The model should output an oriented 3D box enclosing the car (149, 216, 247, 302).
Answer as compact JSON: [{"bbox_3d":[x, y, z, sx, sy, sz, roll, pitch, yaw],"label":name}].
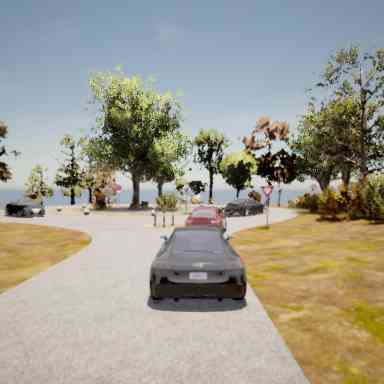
[{"bbox_3d":[0.127,1.531,8.242,1.994,1.385,4.181,0,0,0],"label":"car"}]

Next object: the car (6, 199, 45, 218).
[{"bbox_3d":[-14.497,1.378,28.831,4.902,1.511,2.128,0,0,43],"label":"car"}]

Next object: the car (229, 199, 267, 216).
[{"bbox_3d":[5.058,1.384,30.593,1.837,1.490,4.892,3,2,42],"label":"car"}]

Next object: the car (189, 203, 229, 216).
[{"bbox_3d":[0.763,1.458,17.035,1.812,1.442,4.674,0,0,9],"label":"car"}]
